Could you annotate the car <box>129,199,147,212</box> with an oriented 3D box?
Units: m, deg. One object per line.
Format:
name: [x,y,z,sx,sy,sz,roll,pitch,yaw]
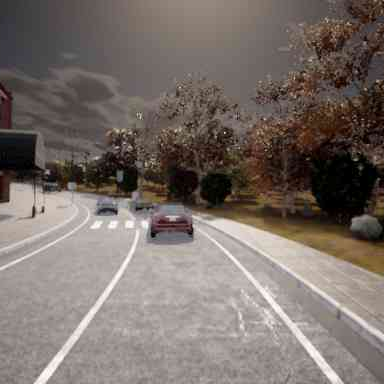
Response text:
car: [-5.414,1.347,35.087,1.895,1.301,4.718,1,1,-19]

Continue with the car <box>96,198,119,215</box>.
car: [-7.924,1.302,31.044,2.033,1.411,5.357,1,1,-17]

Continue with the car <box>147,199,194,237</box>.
car: [-1.214,1.300,17.883,2.097,1.767,4.553,0,0,-8]

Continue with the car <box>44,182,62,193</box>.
car: [-27.750,-0.913,65.950,2.150,2.045,5.566,2,2,-41]
